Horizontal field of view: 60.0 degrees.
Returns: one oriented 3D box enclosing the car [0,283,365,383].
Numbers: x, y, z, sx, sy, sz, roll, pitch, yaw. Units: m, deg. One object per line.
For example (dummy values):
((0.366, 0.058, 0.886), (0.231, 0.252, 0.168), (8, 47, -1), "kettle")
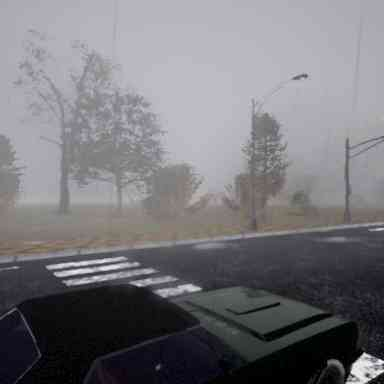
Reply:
((-0.436, 1.600, 3.068), (4.718, 1.301, 1.895), (0, 0, -35), "car")
